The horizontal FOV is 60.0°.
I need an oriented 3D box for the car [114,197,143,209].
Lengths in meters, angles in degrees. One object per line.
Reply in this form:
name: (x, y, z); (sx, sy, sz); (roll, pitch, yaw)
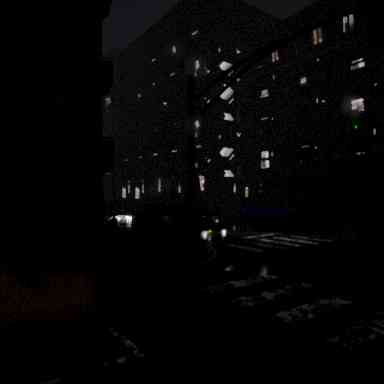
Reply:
car: (-8.293, 1.447, 43.277); (1.887, 1.381, 4.507); (-1, 0, -36)

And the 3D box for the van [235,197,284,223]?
van: (4.982, 1.264, 24.930); (1.690, 1.788, 3.998); (0, 0, -36)

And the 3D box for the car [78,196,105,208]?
car: (-14.256, 1.416, 47.008); (2.128, 1.511, 4.902); (-1, 0, -36)

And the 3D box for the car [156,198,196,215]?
car: (-1.755, 1.434, 34.242); (1.752, 1.417, 4.829); (-1, 0, -36)

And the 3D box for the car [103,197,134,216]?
car: (-7.539, 1.518, 32.360); (1.994, 1.385, 4.181); (-1, 0, -36)

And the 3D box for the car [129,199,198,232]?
car: (-1.818, 1.432, 20.033); (1.967, 1.590, 4.097); (0, 0, -36)

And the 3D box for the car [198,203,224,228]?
car: (0.050, 1.462, 21.866); (2.128, 1.511, 4.902); (-1, 0, -36)

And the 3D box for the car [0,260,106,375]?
car: (-3.549, 1.526, 4.036); (4.829, 1.417, 1.752); (0, 0, -35)

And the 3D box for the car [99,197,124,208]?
car: (-11.612, 1.447, 47.864); (1.887, 1.381, 4.507); (-1, 0, -36)
